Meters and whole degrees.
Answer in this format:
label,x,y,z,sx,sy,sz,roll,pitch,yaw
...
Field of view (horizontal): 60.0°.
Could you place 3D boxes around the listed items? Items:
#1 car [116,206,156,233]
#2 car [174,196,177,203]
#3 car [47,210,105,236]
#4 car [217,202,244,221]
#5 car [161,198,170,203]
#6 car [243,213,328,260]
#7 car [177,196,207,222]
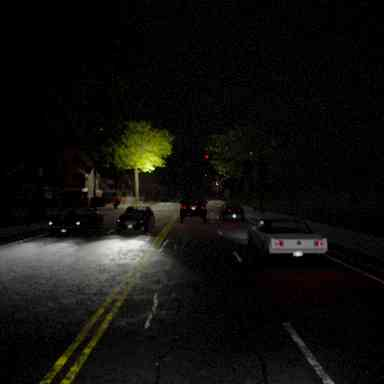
label,x,y,z,sx,sy,sz,roll,pitch,yaw
car,-3.335,1.606,20.396,2.128,1.511,4.902,0,0,0
car,-3.236,1.781,81.484,2.097,1.767,4.553,0,0,0
car,-6.590,1.708,19.310,1.895,1.301,4.718,0,0,0
car,3.355,1.660,28.698,1.837,1.490,4.892,0,0,0
car,-6.486,2.020,81.423,1.895,1.301,4.718,0,0,0
car,3.353,1.673,12.728,1.895,1.301,4.718,0,0,0
car,0.105,1.374,28.267,2.150,2.045,5.566,0,0,0
